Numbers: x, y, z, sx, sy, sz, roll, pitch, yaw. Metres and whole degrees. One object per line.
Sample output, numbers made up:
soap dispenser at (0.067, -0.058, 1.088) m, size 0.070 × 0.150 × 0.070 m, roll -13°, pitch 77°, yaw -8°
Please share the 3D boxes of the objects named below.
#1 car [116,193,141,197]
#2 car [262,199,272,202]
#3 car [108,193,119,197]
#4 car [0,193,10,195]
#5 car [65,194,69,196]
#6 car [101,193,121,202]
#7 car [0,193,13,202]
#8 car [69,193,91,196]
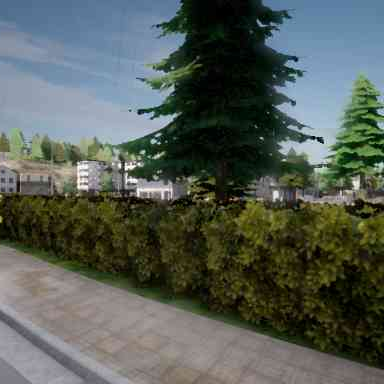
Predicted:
car at (-9.719, 1.384, 53.936) m, size 3.806 × 1.475 × 1.970 m, roll 0°, pitch 0°, yaw -45°
car at (9.874, 1.478, 44.379) m, size 5.008 × 1.535 × 1.882 m, roll 0°, pitch 0°, yaw -45°
car at (-15.238, 1.097, 70.372) m, size 4.605 × 1.855 × 1.932 m, roll 0°, pitch 0°, yaw -45°
car at (-23.156, 1.330, 40.980) m, size 5.027 × 1.636 × 2.152 m, roll 0°, pitch 0°, yaw -45°
car at (-31.240, 1.232, 85.657) m, size 3.806 × 1.475 × 1.970 m, roll 0°, pitch 0°, yaw -45°
car at (-17.566, 1.077, 72.159) m, size 3.866 × 1.878 × 1.905 m, roll 0°, pitch 0°, yaw -45°
car at (-41.134, 1.097, 71.377) m, size 4.605 × 1.855 × 1.932 m, roll 0°, pitch 0°, yaw -45°
car at (-26.519, 1.153, 81.299) m, size 5.027 × 1.636 × 2.152 m, roll 0°, pitch 0°, yaw -45°
